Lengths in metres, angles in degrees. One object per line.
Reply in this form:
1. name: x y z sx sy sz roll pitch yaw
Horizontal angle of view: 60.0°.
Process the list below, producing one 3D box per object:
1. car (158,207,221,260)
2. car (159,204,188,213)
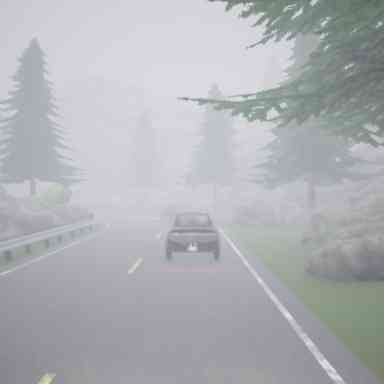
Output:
1. car: 0.042 1.533 12.606 2.128 1.511 4.902 0 0 1
2. car: -1.203 1.631 25.652 2.033 1.411 5.357 0 0 -18
